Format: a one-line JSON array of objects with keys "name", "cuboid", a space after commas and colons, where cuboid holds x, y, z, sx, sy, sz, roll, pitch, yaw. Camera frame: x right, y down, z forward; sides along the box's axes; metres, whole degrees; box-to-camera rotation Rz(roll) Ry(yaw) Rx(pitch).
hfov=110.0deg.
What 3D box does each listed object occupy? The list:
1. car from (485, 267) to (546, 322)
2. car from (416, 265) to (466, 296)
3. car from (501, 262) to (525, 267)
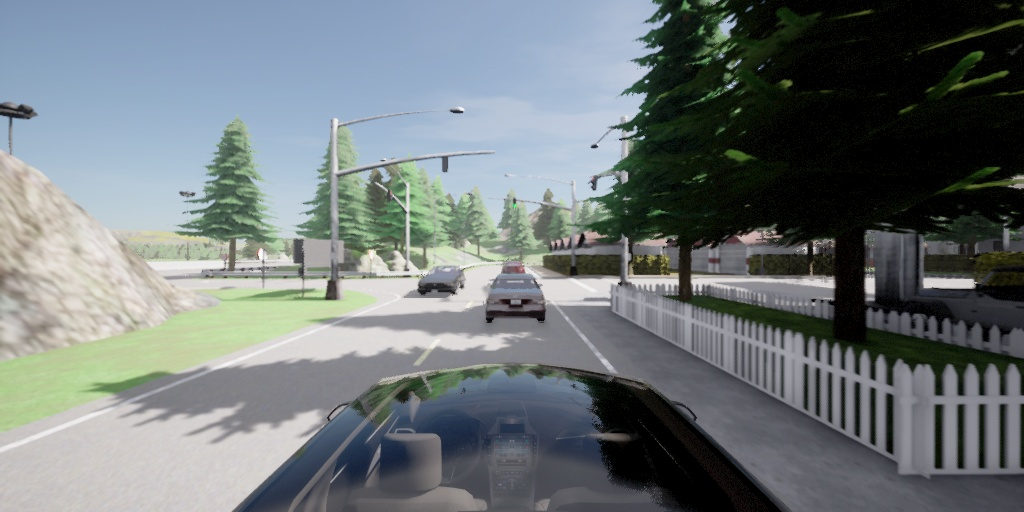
[{"name": "car", "cuboid": [0.102, 1.289, 12.230, 2.033, 1.411, 5.357, 0, 0, 0]}, {"name": "car", "cuboid": [-3.601, 1.220, 19.345, 2.033, 1.411, 5.357, 0, 1, 0]}, {"name": "car", "cuboid": [0.101, 1.190, 29.307, 1.812, 1.442, 4.674, 0, -2, 0]}]
